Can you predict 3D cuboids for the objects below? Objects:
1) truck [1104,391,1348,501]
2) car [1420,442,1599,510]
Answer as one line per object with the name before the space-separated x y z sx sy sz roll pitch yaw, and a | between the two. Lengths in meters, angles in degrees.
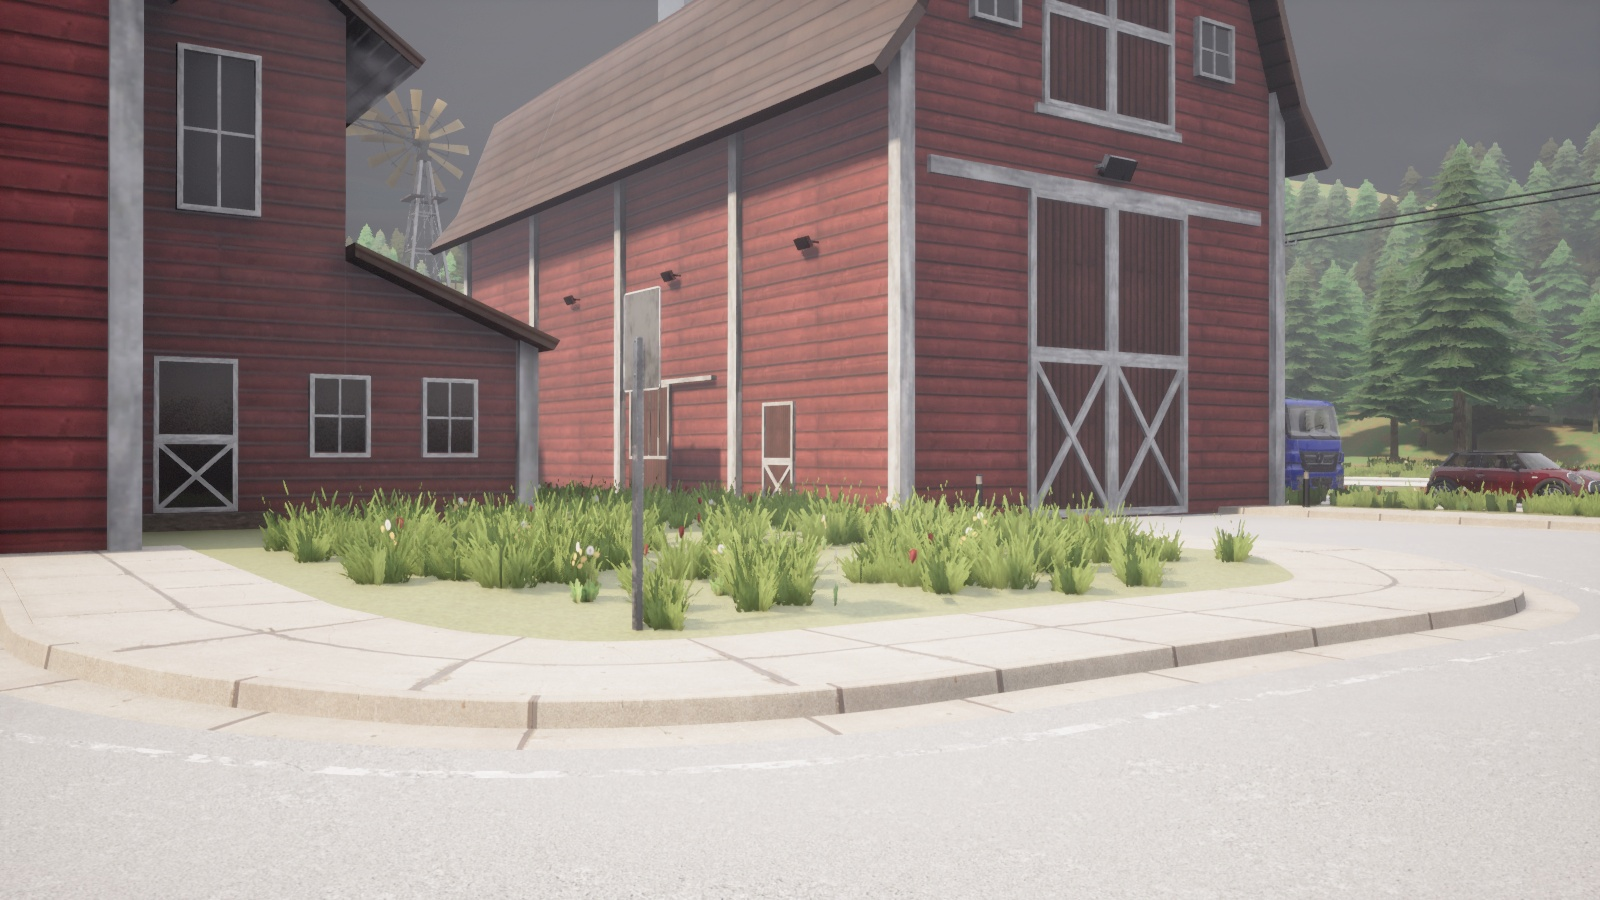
truck | 14.570 -0.107 43.665 2.891 3.462 7.936 0 0 -34
car | 20.188 0.691 35.237 2.097 1.767 4.553 0 0 -34
